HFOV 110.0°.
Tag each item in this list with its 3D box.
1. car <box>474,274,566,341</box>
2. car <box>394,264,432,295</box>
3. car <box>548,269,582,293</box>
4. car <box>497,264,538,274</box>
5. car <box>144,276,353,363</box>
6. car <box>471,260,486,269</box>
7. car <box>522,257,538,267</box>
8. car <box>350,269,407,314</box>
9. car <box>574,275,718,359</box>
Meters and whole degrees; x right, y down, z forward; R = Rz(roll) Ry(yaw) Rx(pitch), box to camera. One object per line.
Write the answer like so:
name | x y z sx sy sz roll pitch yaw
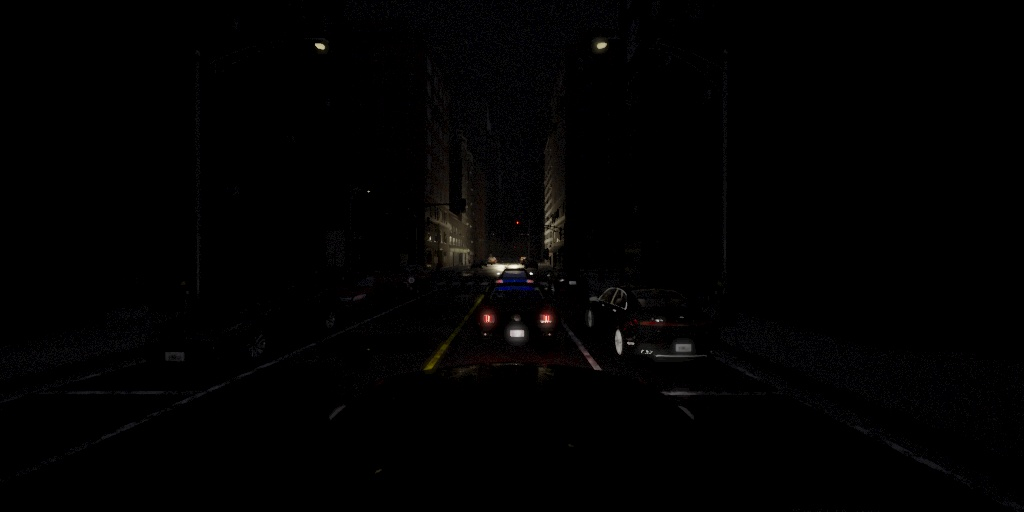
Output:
car | 0.118 1.351 9.797 1.895 1.301 4.718 0 0 0
car | -5.619 1.190 19.200 1.967 1.591 4.097 0 0 0
car | 2.907 1.316 19.175 1.948 1.339 4.313 0 0 0
car | 0.145 1.315 18.556 1.994 1.385 4.181 0 0 1
car | -5.650 1.316 8.197 1.948 1.339 4.313 0 0 0
car | -5.477 1.368 56.301 1.802 1.307 4.207 0 0 0
car | 3.048 1.225 56.264 1.967 1.591 4.097 0 0 0
car | -5.635 1.332 13.698 1.802 1.307 4.207 0 0 0
car | 2.875 1.300 8.172 2.007 1.370 4.403 0 0 0
